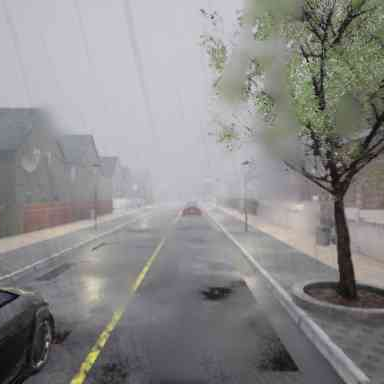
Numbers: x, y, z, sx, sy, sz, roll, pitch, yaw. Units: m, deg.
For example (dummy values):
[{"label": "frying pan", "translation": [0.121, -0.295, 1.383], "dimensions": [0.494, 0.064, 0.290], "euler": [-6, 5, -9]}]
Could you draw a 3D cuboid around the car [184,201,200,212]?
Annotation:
[{"label": "car", "translation": [-0.021, 1.929, 45.578], "dimensions": [2.033, 1.411, 5.357], "euler": [0, -1, 0]}]

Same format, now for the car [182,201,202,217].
[{"label": "car", "translation": [-0.019, 1.834, 34.778], "dimensions": [1.994, 1.385, 4.181], "euler": [0, -1, 0]}]

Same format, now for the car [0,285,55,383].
[{"label": "car", "translation": [-2.838, 1.580, 2.812], "dimensions": [1.994, 1.385, 4.181], "euler": [0, 0, 0]}]
